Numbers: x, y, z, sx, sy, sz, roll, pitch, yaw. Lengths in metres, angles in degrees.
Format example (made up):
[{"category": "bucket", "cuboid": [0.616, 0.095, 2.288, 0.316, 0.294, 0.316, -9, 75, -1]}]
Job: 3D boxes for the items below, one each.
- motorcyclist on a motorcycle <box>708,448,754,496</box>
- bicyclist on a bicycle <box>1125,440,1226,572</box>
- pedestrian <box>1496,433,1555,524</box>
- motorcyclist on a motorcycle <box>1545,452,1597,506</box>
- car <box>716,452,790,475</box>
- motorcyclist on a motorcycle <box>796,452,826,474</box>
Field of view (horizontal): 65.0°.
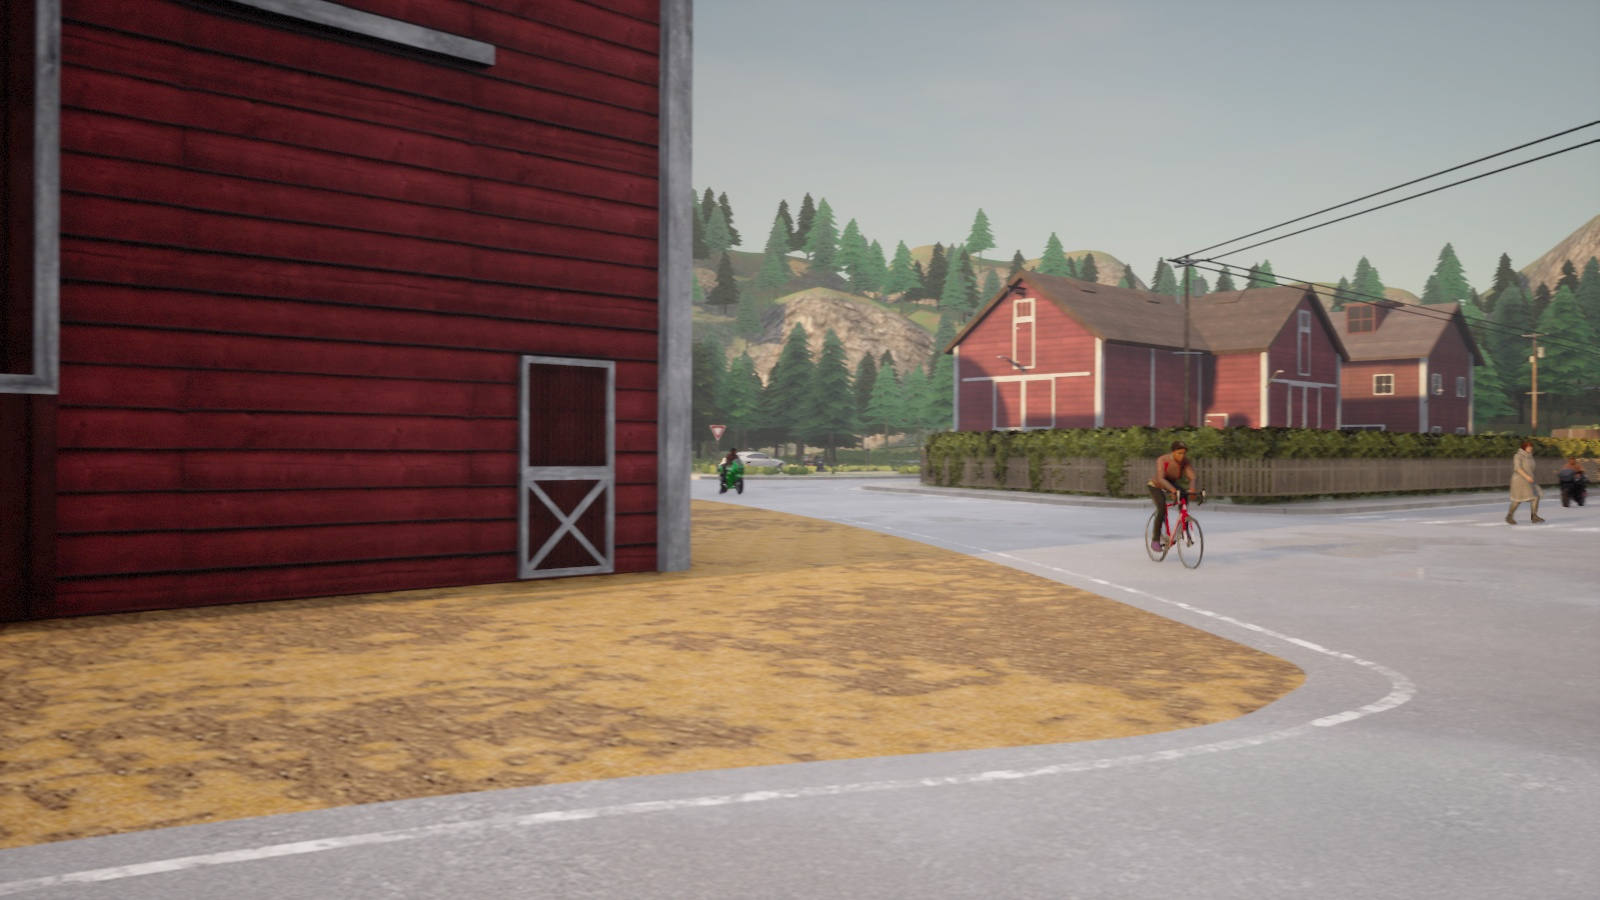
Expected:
[{"category": "motorcyclist on a motorcycle", "cuboid": [-2.258, 0.690, 40.825, 0.797, 1.523, 2.044, 0, 0, -24]}, {"category": "bicyclist on a bicycle", "cuboid": [4.820, 0.685, 16.236, 0.582, 1.620, 1.656, 0, 0, -9]}, {"category": "pedestrian", "cuboid": [15.798, 0.609, 27.355, 0.659, 1.952, 0.873, 0, 0, -23]}, {"category": "motorcyclist on a motorcycle", "cuboid": [22.550, 0.829, 36.724, 2.044, 1.523, 0.797, 0, 0, -44]}, {"category": "car", "cuboid": [-2.968, 0.855, 80.255, 4.674, 1.442, 1.812, 0, 0, -43]}, {"category": "motorcyclist on a motorcycle", "cuboid": [0.783, 0.888, 88.555, 2.191, 1.530, 0.866, 0, 0, -43]}]
